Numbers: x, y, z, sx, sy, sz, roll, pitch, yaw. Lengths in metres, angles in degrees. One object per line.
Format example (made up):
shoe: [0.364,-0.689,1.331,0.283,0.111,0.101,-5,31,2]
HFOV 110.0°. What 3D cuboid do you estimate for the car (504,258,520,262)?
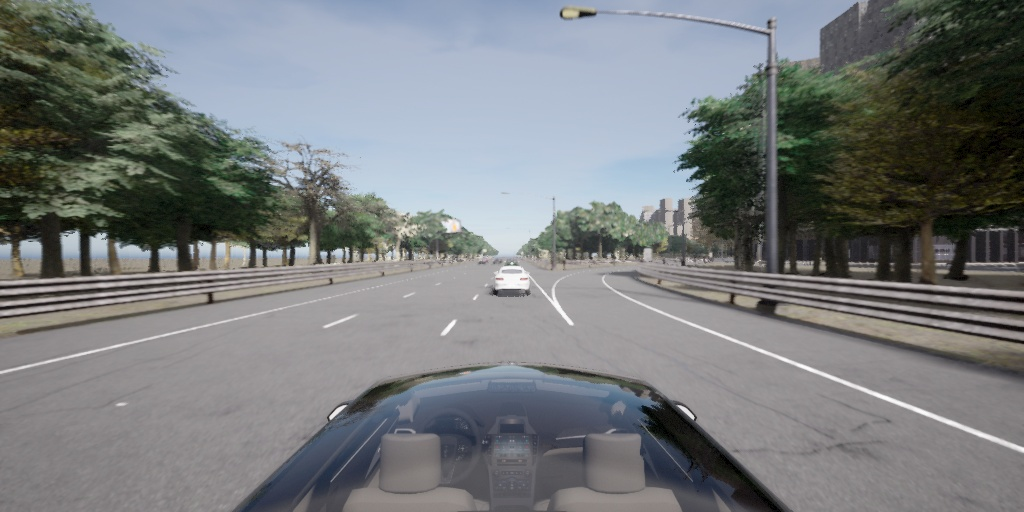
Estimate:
car: [-0.015,1.101,50.066,2.097,1.767,4.553,0,0,0]

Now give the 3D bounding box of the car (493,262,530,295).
car: [-0.006,1.275,19.753,1.812,1.442,4.674,0,0,0]
